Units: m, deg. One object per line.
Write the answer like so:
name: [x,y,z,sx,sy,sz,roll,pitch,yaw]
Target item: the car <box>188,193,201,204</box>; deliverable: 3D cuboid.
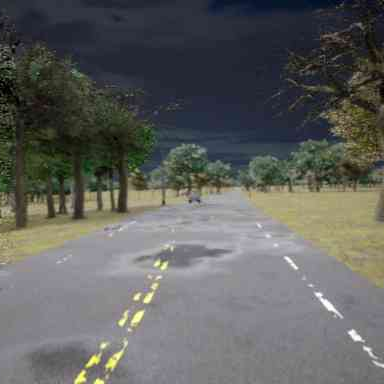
car: [0.532,1.195,64.547,2.150,2.045,5.566,-1,0,7]
